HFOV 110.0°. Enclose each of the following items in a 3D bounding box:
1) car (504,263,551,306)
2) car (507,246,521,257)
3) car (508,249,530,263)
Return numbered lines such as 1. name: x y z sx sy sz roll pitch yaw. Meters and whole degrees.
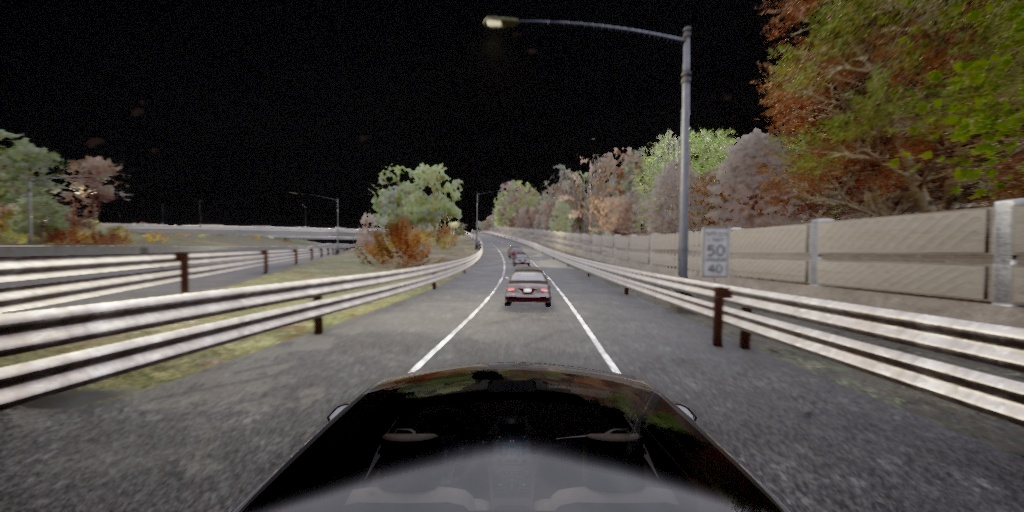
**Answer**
1. car: 0.669 1.247 15.436 2.033 1.411 5.357 1 1 2
2. car: 0.451 -0.672 51.086 2.097 1.767 4.553 1 5 -4
3. car: 0.951 0.361 39.322 2.033 1.411 5.357 1 3 -2
